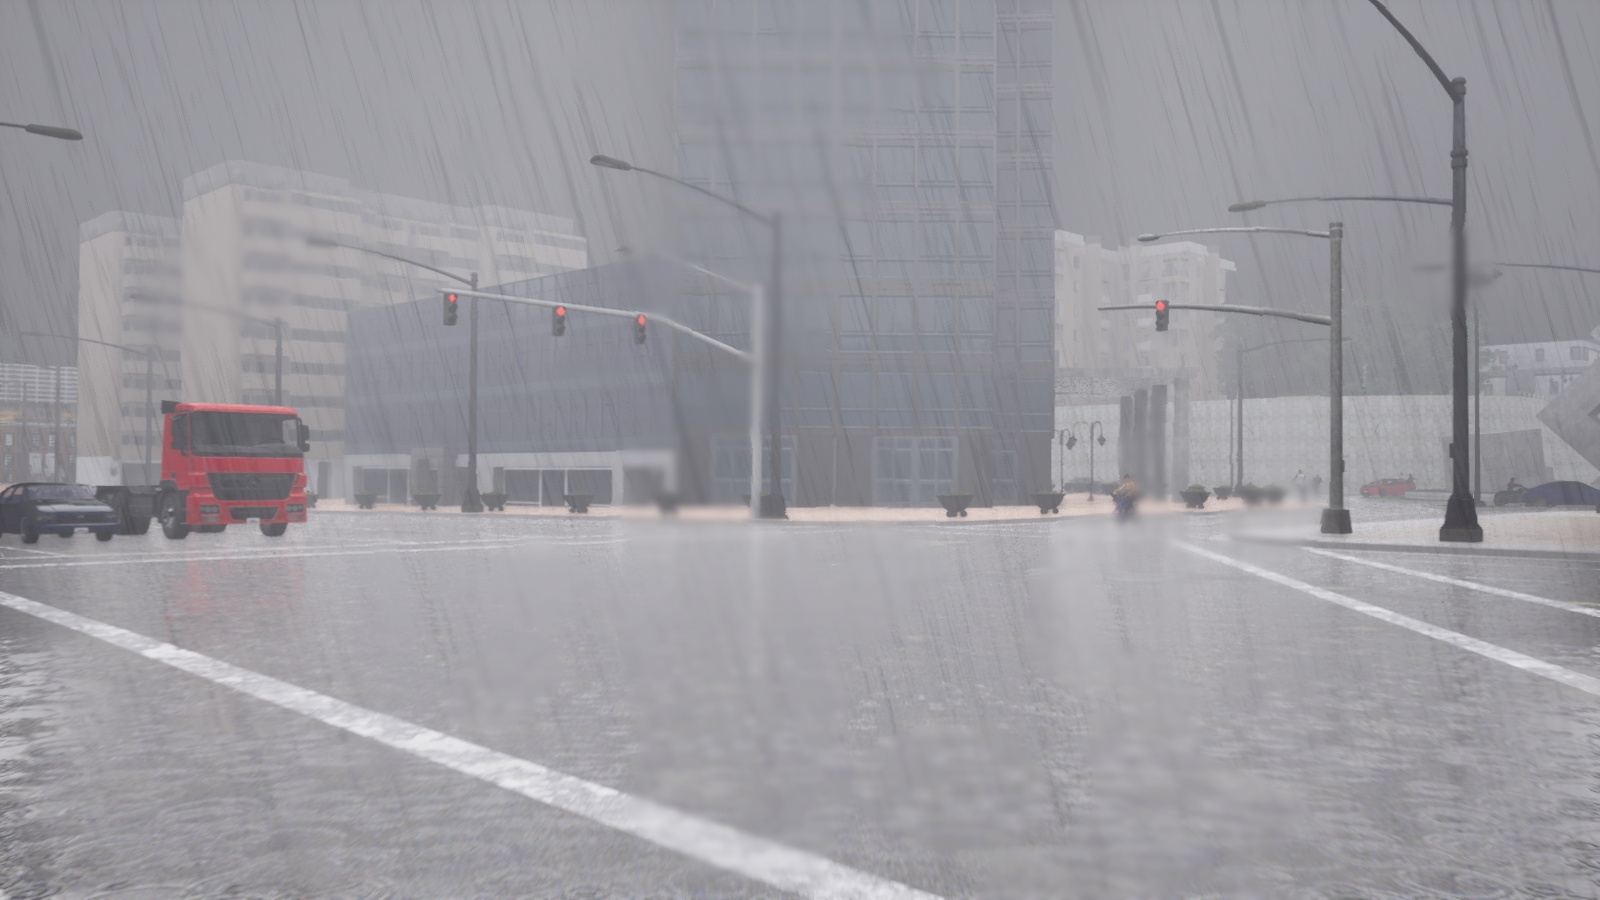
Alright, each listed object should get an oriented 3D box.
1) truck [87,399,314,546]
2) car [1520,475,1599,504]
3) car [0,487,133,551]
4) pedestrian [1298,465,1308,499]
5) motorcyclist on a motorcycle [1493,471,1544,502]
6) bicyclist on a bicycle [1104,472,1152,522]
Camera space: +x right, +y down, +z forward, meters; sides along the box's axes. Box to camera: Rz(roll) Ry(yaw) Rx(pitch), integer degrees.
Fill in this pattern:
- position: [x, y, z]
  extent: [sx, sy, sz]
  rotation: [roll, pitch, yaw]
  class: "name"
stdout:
- position: [-16.125, 0.656, 33.448]
  extent: [7.936, 3.462, 2.891]
  rotation: [-2, -2, 44]
  class: "truck"
- position: [39.711, 1.985, 64.266]
  extent: [4.674, 1.442, 1.812]
  rotation: [-1, -1, 44]
  class: "car"
- position: [-18.302, 1.631, 30.669]
  extent: [5.357, 1.411, 2.033]
  rotation: [-2, -2, 44]
  class: "car"
- position: [26.775, 1.697, 66.855]
  extent: [0.354, 1.836, 0.706]
  rotation: [0, -1, 9]
  class: "pedestrian"
- position: [39.670, 2.010, 69.365]
  extent: [0.766, 1.649, 2.350]
  rotation: [1, -2, -37]
  class: "motorcyclist on a motorcycle"
- position: [10.808, 1.535, 41.390]
  extent: [0.866, 1.612, 1.509]
  rotation: [-1, -2, 45]
  class: "bicyclist on a bicycle"
